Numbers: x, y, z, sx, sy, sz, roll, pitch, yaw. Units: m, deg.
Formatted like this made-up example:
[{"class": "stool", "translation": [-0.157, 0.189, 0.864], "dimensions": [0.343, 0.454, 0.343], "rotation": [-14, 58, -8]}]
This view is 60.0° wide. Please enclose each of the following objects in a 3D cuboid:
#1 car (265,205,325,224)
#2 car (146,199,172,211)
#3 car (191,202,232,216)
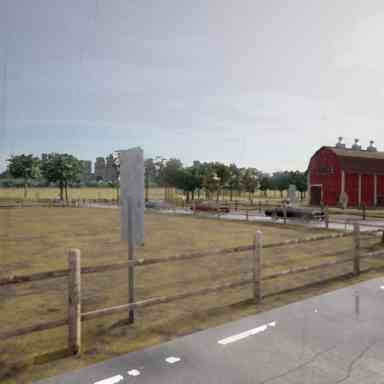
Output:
[{"class": "car", "translation": [8.110, 1.668, 26.180], "dimensions": [1.895, 1.301, 4.718], "rotation": [-1, 0, -36]}, {"class": "car", "translation": [-4.491, 1.695, 43.940], "dimensions": [1.812, 1.442, 4.674], "rotation": [-1, 1, -35]}, {"class": "car", "translation": [1.999, 1.698, 34.766], "dimensions": [1.895, 1.301, 4.718], "rotation": [-1, 0, -35]}]
